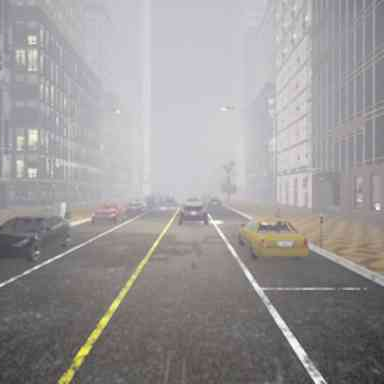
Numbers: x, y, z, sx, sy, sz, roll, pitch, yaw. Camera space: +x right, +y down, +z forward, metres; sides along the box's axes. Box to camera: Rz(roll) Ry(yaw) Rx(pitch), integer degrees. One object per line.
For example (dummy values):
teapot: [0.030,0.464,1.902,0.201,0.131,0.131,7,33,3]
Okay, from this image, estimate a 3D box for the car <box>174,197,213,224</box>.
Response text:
car: [0.097,1.357,23.491,2.163,1.488,4.792,0,0,0]

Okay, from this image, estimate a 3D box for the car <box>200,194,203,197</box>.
car: [0.096,1.298,41.644,1.994,1.385,4.181,0,0,0]

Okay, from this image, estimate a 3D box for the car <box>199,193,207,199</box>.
car: [2.685,0.994,80.234,1.752,1.417,4.829,0,0,0]

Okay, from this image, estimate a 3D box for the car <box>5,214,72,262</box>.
car: [-5.688,1.493,11.773,1.947,1.339,4.313,0,0,0]

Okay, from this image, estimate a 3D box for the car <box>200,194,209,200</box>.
car: [2.685,1.092,74.372,1.802,1.307,4.206,0,0,0]

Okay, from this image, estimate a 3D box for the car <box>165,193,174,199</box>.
car: [-5.697,0.995,85.770,1.947,1.339,4.313,0,0,0]

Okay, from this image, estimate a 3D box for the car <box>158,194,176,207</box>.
car: [-3.005,1.293,44.782,1.994,1.385,4.181,0,0,0]

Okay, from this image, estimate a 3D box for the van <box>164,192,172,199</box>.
van: [-5.695,0.811,80.076,1.690,1.788,3.998,0,0,0]

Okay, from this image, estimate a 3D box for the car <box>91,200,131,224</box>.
car: [-5.689,1.437,23.155,1.802,1.307,4.206,0,0,0]

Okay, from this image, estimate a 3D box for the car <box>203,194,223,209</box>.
car: [2.689,1.310,40.221,1.947,1.339,4.313,0,0,0]

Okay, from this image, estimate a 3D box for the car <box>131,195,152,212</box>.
car: [-5.691,1.331,34.541,2.008,1.369,4.403,0,0,0]

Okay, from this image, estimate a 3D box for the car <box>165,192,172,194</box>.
car: [-5.695,0.950,74.384,1.967,1.590,4.097,0,0,0]

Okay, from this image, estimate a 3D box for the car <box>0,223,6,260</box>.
car: [-5.687,1.513,6.080,2.008,1.369,4.403,0,0,0]

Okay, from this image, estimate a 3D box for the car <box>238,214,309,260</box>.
car: [2.693,1.452,11.930,1.752,1.417,4.829,0,0,0]

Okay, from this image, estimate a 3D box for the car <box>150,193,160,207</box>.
car: [-5.692,1.250,45.925,1.887,1.381,4.507,0,0,0]

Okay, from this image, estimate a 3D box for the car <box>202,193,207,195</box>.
car: [2.688,1.030,62.987,1.967,1.590,4.097,0,0,0]
